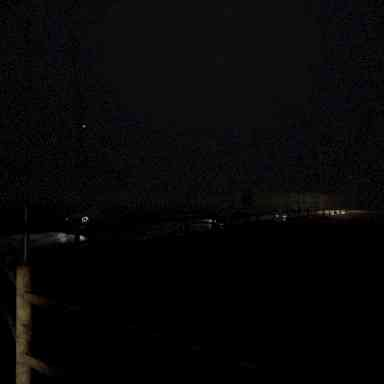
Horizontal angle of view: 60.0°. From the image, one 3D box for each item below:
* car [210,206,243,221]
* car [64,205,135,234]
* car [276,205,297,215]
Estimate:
[{"bbox_3d":[3.653,2.218,34.917,1.994,1.385,4.181,1,-1,35],"label":"car"},{"bbox_3d":[-5.832,1.632,21.383,2.097,1.767,4.553,1,-1,35],"label":"car"},{"bbox_3d":[14.177,2.661,49.770,2.128,1.511,4.902,1,-1,35],"label":"car"}]
